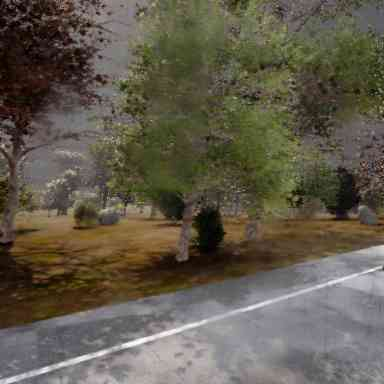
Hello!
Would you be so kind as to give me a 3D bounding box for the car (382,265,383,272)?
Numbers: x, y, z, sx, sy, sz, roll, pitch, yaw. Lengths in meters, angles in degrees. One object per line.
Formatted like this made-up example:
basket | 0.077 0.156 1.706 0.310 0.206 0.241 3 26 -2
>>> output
car | 6.921 1.558 8.943 4.181 1.385 1.994 0 0 -37
